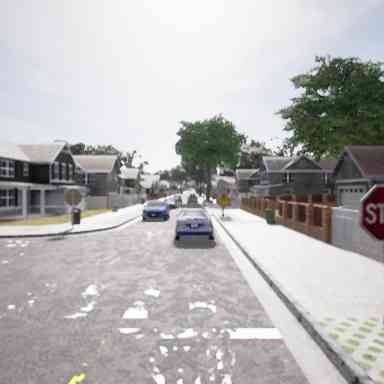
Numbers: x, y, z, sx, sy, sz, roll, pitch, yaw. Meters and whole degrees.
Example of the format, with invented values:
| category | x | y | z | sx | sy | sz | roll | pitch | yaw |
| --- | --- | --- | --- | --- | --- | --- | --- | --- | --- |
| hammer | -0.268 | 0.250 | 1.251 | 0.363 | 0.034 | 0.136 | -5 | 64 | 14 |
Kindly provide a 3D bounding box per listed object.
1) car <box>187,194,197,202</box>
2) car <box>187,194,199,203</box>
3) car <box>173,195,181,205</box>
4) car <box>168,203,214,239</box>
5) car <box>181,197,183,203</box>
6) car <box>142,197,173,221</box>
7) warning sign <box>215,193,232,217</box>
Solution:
| category | x | y | z | sx | sy | sz | roll | pitch | yaw |
| --- | --- | --- | --- | --- | --- | --- | --- | --- | --- |
| car | 0.072 | 1.228 | 66.729 | 1.882 | 1.535 | 5.008 | 0 | 0 | 0 |
| car | 0.113 | 1.344 | 56.769 | 2.033 | 1.411 | 5.357 | 0 | 0 | 1 |
| car | -2.802 | 1.413 | 41.960 | 2.033 | 1.411 | 5.357 | 0 | 0 | 0 |
| car | 0.114 | 1.505 | 16.892 | 2.033 | 1.411 | 5.357 | 0 | 0 | 0 |
| car | -2.684 | 1.324 | 60.900 | 1.812 | 1.442 | 4.674 | 0 | 0 | 0 |
| car | -2.819 | 1.403 | 26.826 | 1.882 | 1.535 | 5.008 | 0 | 0 | 0 |
| warning sign | 2.548 | 1.041 | 26.942 | 1.300 | 1.860 | 1.060 | 0 | 0 | 0 |
